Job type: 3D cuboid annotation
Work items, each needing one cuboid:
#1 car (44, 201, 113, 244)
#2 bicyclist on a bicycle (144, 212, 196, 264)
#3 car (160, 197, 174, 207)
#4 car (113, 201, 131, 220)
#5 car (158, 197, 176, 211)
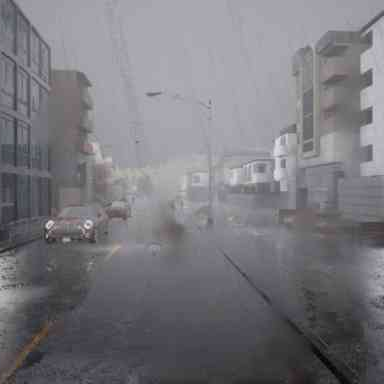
[{"bbox_3d":[-5.276,1.350,15.738,2.097,1.767,4.553,0,0,-5],"label":"car"},{"bbox_3d":[-0.696,1.440,10.407,1.656,1.620,0.582,-2,0,-5],"label":"bicyclist on a bicycle"},{"bbox_3d":[-3.929,1.544,51.223,2.033,1.411,5.357,0,0,-5],"label":"car"},{"bbox_3d":[-6.247,1.476,27.957,1.882,1.535,5.008,0,0,-4],"label":"car"},{"bbox_3d":[-3.097,1.503,40.933,1.837,1.490,4.892,0,0,-5],"label":"car"}]
